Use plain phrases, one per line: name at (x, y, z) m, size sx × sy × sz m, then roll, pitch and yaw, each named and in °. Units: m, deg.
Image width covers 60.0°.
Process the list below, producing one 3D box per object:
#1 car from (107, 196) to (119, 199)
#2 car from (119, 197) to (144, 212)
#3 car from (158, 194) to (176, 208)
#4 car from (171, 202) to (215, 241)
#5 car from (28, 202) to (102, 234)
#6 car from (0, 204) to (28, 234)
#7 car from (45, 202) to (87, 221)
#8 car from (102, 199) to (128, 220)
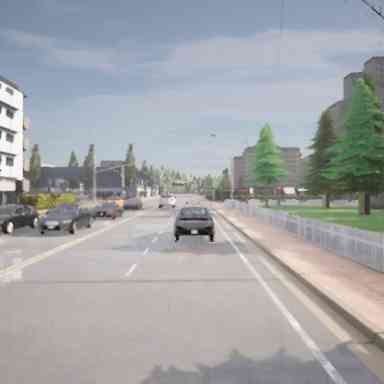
car at (-10.511, 1.358, 44.393) m, size 2.097 × 1.767 × 4.553 m, roll 0°, pitch 0°, yaw 0°
car at (-7.049, 1.484, 40.030) m, size 1.882 × 1.535 × 5.008 m, roll 0°, pitch 0°, yaw 0°
car at (-3.483, 1.231, 47.141) m, size 2.150 × 2.045 × 5.566 m, roll 0°, pitch 0°, yaw 0°
car at (0.107, 1.494, 16.700) m, size 2.128 × 1.511 × 4.902 m, roll 0°, pitch 0°, yaw 0°
car at (-7.088, 1.495, 19.200) m, size 2.128 × 1.511 × 4.902 m, roll 0°, pitch 0°, yaw 0°
car at (-10.585, 1.508, 19.247) m, size 1.837 × 1.490 × 4.892 m, roll 0°, pitch 0°, yaw 0°
car at (-10.579, 1.569, 28.299) m, size 1.994 × 1.385 × 4.181 m, roll 0°, pitch 0°, yaw 0°
car at (-7.078, 1.569, 28.121) m, size 1.994 × 1.385 × 4.181 m, roll 0°, pitch 0°, yaw 1°
